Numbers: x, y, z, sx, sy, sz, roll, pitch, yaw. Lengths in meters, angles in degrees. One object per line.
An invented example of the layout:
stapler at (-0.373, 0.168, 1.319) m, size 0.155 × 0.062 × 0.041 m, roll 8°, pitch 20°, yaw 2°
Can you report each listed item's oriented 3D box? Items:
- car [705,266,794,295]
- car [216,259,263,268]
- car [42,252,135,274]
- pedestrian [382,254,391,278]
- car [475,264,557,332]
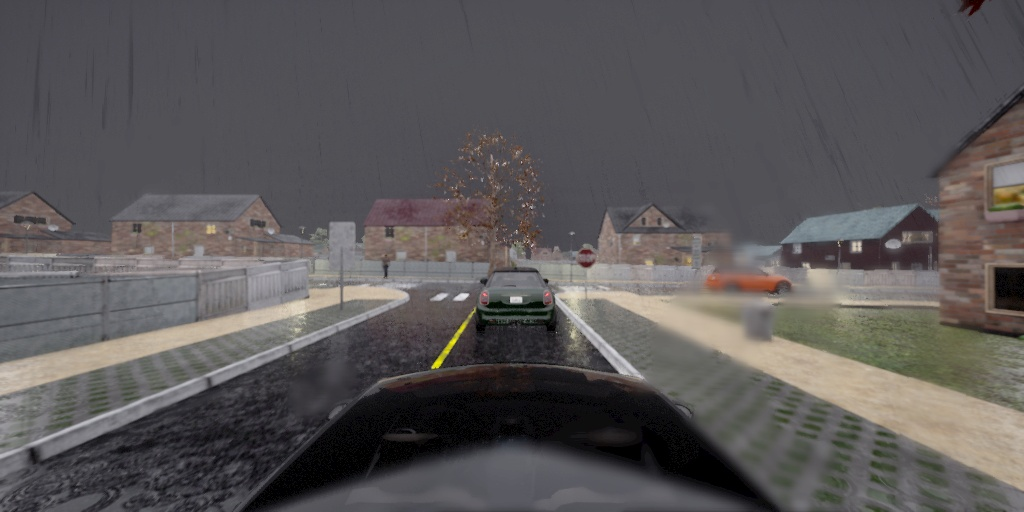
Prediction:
car at (14.523, 1.458, 21.959) m, size 4.553 × 1.767 × 2.097 m, roll 1°, pitch 0°, yaw 0°
car at (-15.035, 0.952, 21.711) m, size 5.008 × 1.535 × 1.882 m, roll 1°, pitch 0°, yaw 0°
car at (-25.137, 0.645, 21.651) m, size 4.553 × 1.767 × 2.097 m, roll 1°, pitch 0°, yaw 0°
pedestrian at (-9.702, 0.756, 27.607) m, size 0.375 × 1.860 × 0.375 m, roll 0°, pitch -1°, yaw 0°
car at (0.078, 1.098, 10.970) m, size 2.097 × 1.767 × 4.553 m, roll 0°, pitch 0°, yaw -1°
